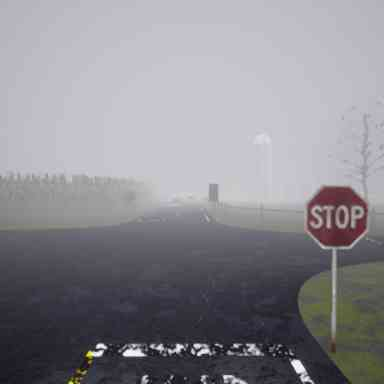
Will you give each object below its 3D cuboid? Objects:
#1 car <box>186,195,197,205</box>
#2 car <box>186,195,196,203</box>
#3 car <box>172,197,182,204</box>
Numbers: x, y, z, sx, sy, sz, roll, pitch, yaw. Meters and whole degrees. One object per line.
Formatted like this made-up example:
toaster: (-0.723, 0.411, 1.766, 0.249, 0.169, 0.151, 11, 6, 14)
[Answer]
car: (-0.125, 1.499, 60.857, 1.882, 1.535, 5.008, 0, 0, 0)
car: (-0.150, 1.487, 71.276, 2.128, 1.511, 4.902, 0, 0, 0)
car: (-2.885, 1.628, 65.419, 1.895, 1.301, 4.718, 0, 0, 0)
